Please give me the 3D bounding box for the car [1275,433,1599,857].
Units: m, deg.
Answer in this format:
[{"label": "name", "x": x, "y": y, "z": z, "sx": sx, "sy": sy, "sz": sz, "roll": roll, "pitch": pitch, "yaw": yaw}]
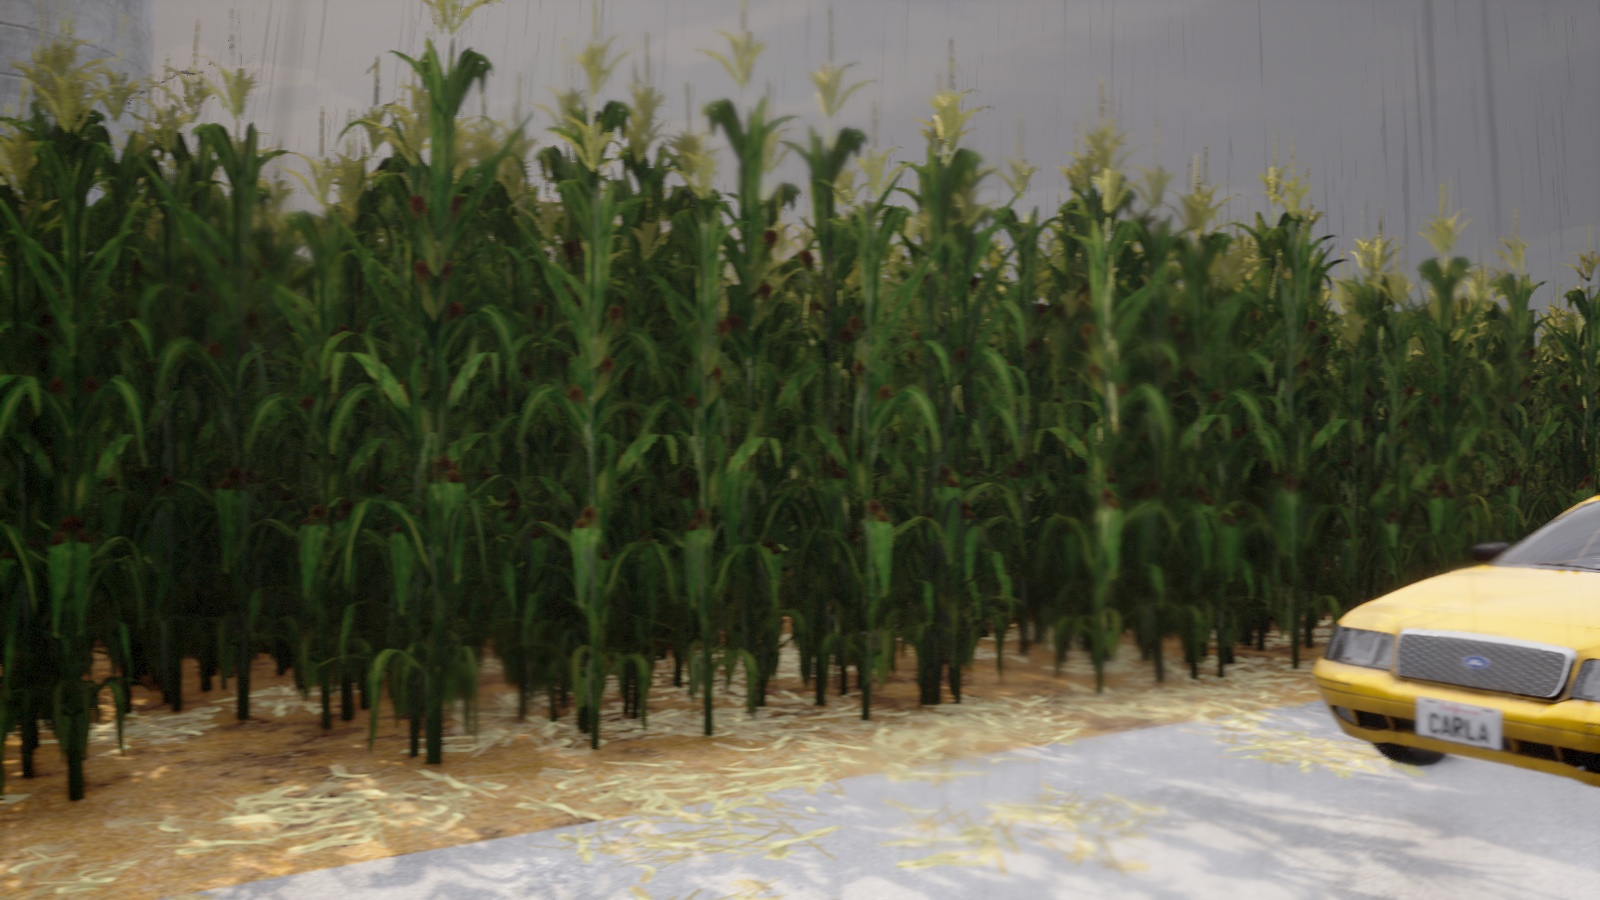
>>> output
[{"label": "car", "x": 4.915, "y": 0.778, "z": 6.592, "sx": 5.366, "sy": 1.575, "sz": 1.801, "roll": 1, "pitch": -1, "yaw": -35}]
